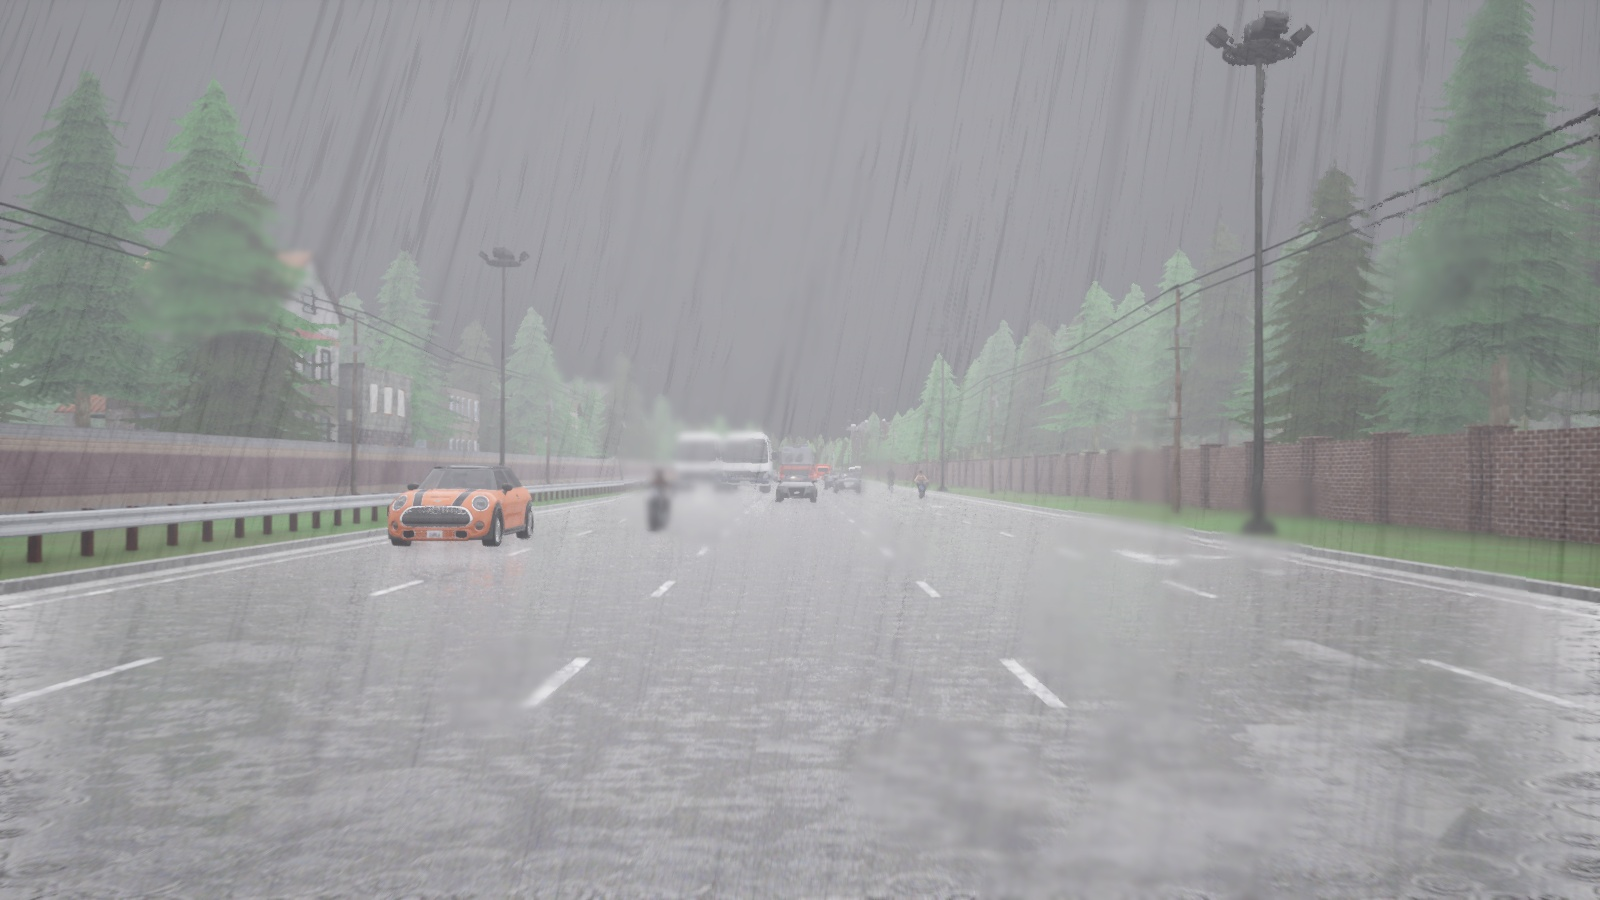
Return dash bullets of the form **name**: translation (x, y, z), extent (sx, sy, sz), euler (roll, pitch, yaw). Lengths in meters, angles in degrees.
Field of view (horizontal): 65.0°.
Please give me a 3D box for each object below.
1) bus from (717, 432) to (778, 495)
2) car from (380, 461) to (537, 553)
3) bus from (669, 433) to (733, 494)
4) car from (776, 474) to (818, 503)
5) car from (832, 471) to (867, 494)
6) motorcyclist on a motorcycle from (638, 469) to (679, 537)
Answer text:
- **bus**: translation (-3.671, 0.971, 90.892), extent (3.944, 4.253, 10.273), euler (-1, -1, 0)
- **car**: translation (-7.063, 1.139, 26.509), extent (2.097, 1.767, 4.553), euler (0, -1, 0)
- **bus**: translation (-7.224, 1.007, 92.901), extent (3.944, 4.253, 10.273), euler (0, -1, 0)
- **car**: translation (-0.149, 1.927, 63.088), extent (1.994, 1.385, 4.181), euler (0, -1, 0)
- **car**: translation (3.300, 2.161, 84.435), extent (2.128, 1.511, 4.902), euler (0, -1, 0)
- **motorcyclist on a motorcycle**: translation (-3.575, 1.308, 31.889), extent (0.766, 1.649, 2.350), euler (0, -1, 0)
